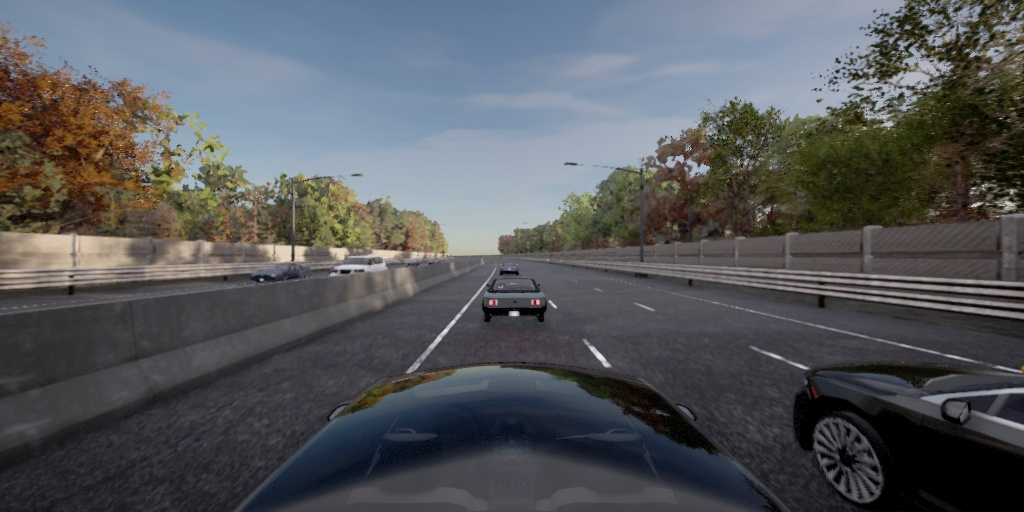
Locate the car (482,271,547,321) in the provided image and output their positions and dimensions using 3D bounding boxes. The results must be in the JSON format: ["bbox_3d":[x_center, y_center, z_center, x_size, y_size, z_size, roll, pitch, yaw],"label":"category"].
[{"bbox_3d":[0.060,1.354,12.421,1.895,1.301,4.718,0,0,0],"label":"car"}]

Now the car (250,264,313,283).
[{"bbox_3d":[-17.805,1.305,28.103,2.033,1.411,5.357,0,0,-1],"label":"car"}]

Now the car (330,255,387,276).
[{"bbox_3d":[-10.773,0.979,25.777,2.150,2.045,5.566,0,0,-1],"label":"car"}]

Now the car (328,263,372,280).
[{"bbox_3d":[-14.371,1.359,32.135,1.895,1.301,4.718,0,0,-1],"label":"car"}]

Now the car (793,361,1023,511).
[{"bbox_3d":[3.593,1.240,1.422,2.128,1.511,4.902,0,0,0],"label":"car"}]

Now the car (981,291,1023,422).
[{"bbox_3d":[7.093,1.226,2.199,1.882,1.535,5.008,0,0,0],"label":"car"}]

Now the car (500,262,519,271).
[{"bbox_3d":[-0.309,1.325,39.117,1.994,1.385,4.181,0,0,-1],"label":"car"}]
